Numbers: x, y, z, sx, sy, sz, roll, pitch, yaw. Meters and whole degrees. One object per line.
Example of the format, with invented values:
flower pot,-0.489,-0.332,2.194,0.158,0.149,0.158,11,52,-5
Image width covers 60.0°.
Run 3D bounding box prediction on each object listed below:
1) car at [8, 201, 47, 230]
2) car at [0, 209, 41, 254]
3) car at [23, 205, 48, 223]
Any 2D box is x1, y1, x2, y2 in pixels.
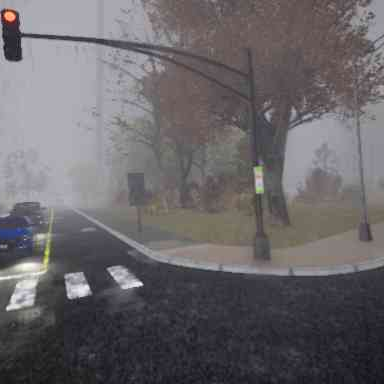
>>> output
car,-12.182,1.761,24.800,2.150,2.045,5.566,-5,1,-22
car,-8.115,1.849,14.980,1.882,1.535,5.008,-5,1,-22
car,-16.213,2.254,34.666,2.033,1.411,5.357,-5,1,-22
